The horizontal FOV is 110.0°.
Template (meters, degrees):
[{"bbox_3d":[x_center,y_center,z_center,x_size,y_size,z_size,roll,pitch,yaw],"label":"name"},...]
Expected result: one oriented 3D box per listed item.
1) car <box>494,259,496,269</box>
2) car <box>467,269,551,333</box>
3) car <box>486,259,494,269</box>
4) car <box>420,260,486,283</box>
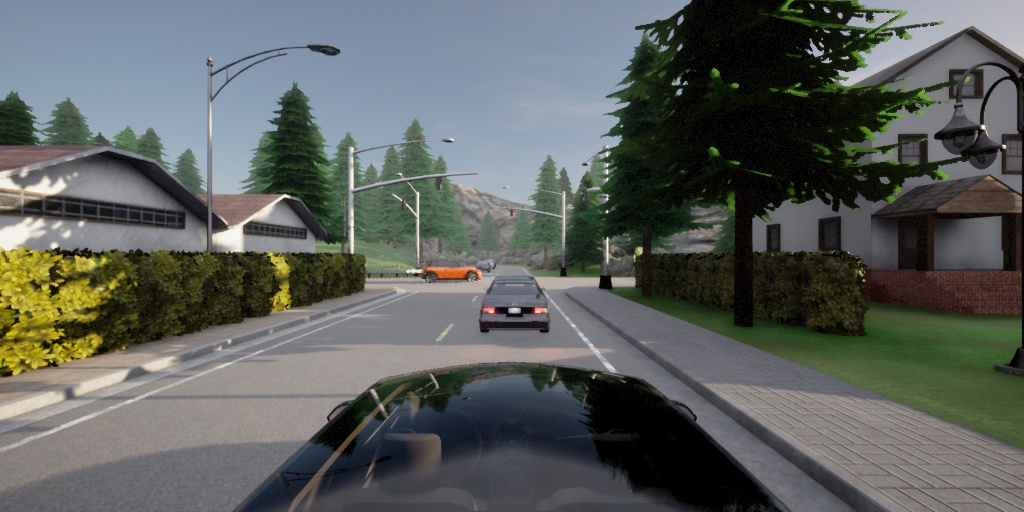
[{"bbox_3d":[-3.561,1.276,53.665,1.812,1.442,4.674,0,0,0],"label":"car"},{"bbox_3d":[0.076,1.297,10.729,2.033,1.411,5.357,0,0,0],"label":"car"},{"bbox_3d":[-3.567,1.276,43.648,1.812,1.442,4.674,0,0,0],"label":"car"},{"bbox_3d":[-4.649,1.097,27.412,4.553,1.767,2.097,0,0,-17],"label":"car"}]
